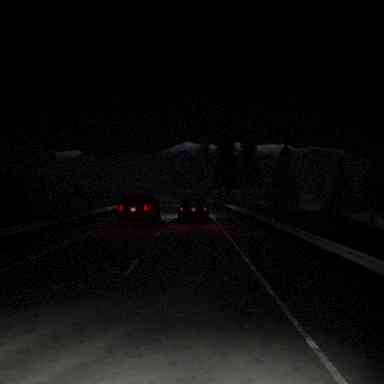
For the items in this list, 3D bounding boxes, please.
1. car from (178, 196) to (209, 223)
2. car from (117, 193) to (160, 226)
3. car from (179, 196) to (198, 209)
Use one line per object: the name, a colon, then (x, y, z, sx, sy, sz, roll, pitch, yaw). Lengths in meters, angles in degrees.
car: (0.080, 1.183, 24.051, 2.097, 1.767, 4.553, 0, 0, 0)
car: (-3.404, 1.070, 21.863, 2.150, 2.045, 5.566, 0, 1, 0)
car: (-0.519, 1.256, 41.687, 2.033, 1.411, 5.357, 0, 0, -4)
